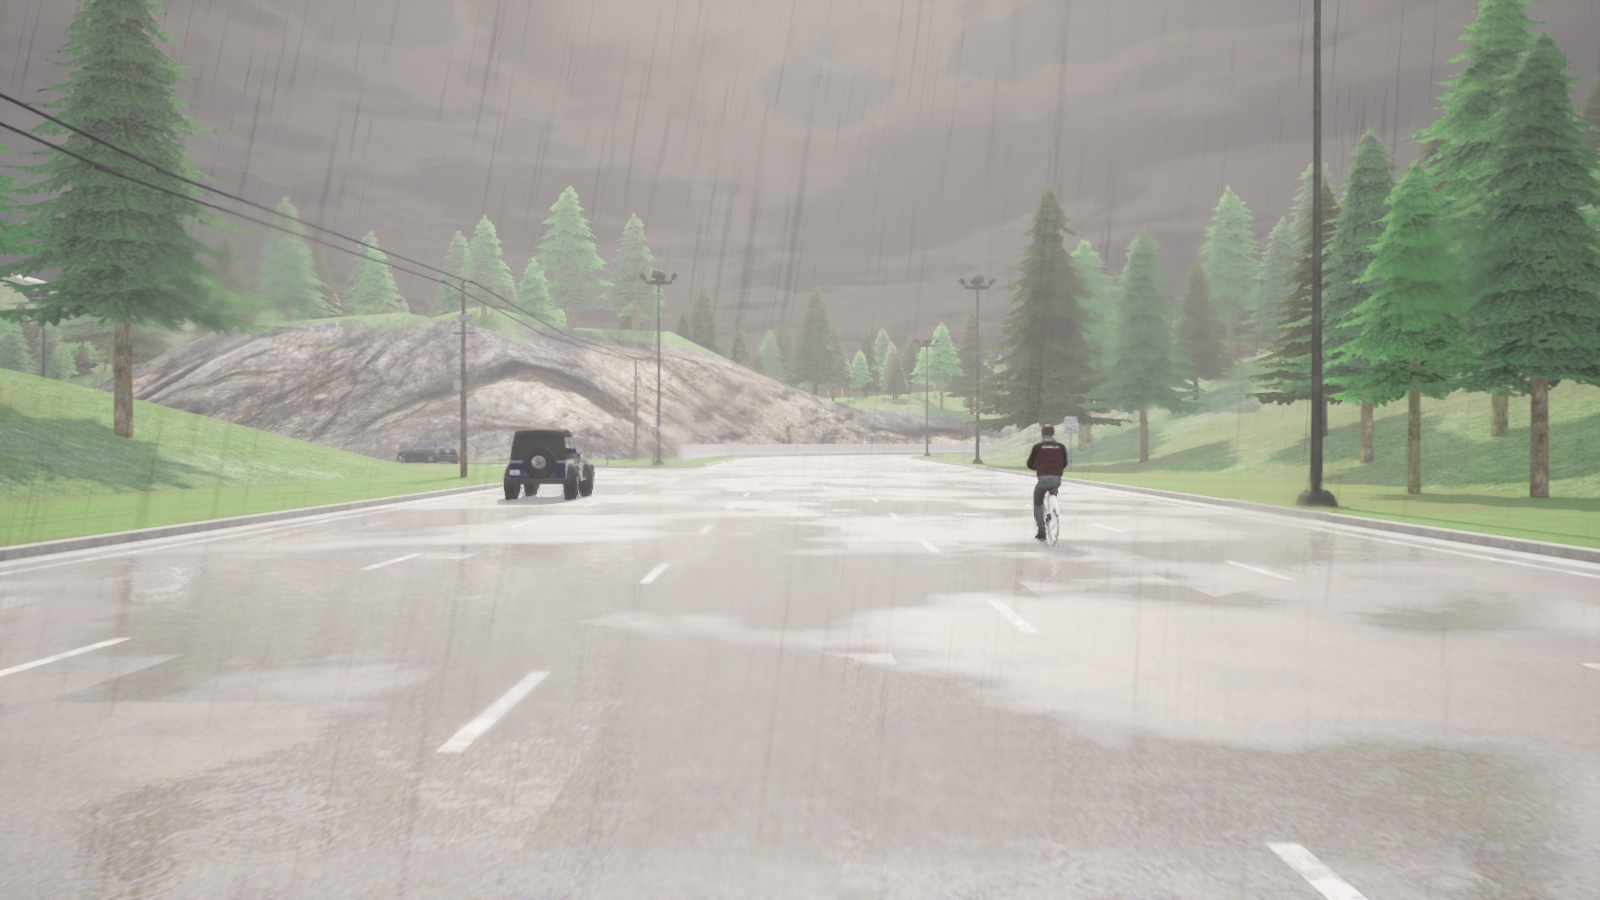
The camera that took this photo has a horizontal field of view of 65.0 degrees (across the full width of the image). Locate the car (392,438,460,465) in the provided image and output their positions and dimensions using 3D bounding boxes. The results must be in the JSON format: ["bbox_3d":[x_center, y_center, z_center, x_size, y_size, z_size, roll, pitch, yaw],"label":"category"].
[{"bbox_3d":[-25.784,0.097,86.516,4.553,1.767,2.097,0,0,34],"label":"car"}]

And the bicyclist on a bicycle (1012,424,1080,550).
[{"bbox_3d":[3.621,0.515,18.606,0.659,1.776,1.843,0,1,0],"label":"bicyclist on a bicycle"}]

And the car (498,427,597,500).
[{"bbox_3d":[-6.790,0.344,34.193,1.905,1.878,3.866,0,0,0],"label":"car"}]
